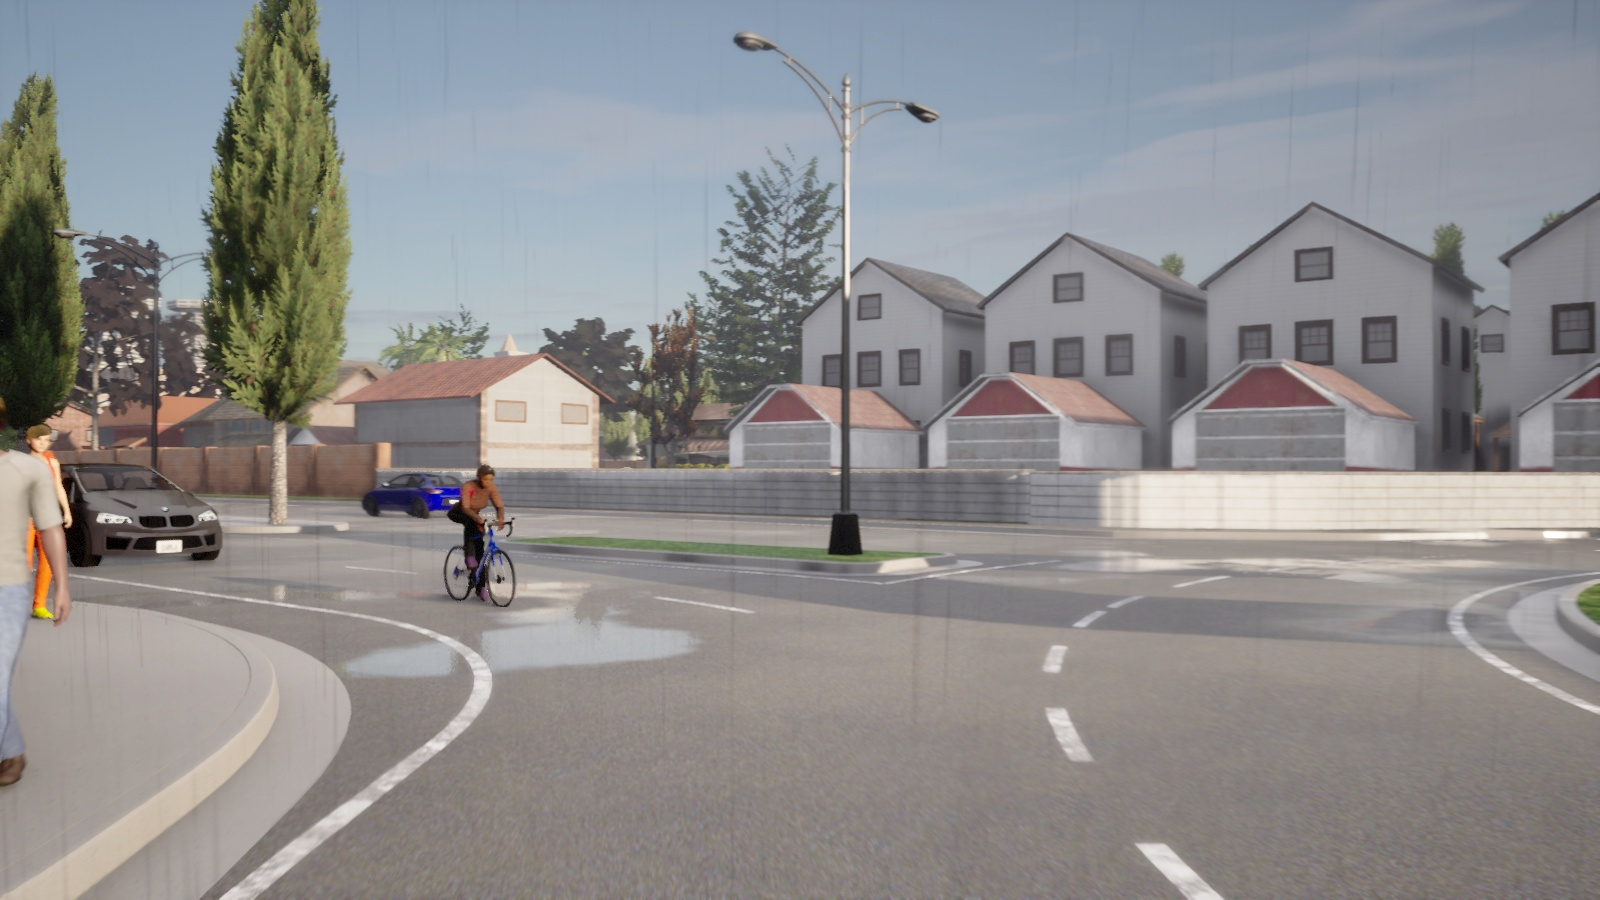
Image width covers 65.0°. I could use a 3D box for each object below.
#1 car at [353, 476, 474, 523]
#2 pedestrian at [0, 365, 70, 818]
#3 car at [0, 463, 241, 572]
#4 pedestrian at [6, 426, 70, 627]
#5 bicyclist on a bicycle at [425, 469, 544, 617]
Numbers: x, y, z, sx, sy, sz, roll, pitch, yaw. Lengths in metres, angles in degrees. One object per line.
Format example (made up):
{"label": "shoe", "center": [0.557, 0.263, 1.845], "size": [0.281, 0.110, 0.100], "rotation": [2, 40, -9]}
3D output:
{"label": "car", "center": [-12.875, 1.596, 41.741], "size": [4.193, 1.474, 1.816], "rotation": [-1, -1, 39]}
{"label": "pedestrian", "center": [-3.434, 0.579, 5.405], "size": [0.354, 1.836, 0.706], "rotation": [0, -1, -18]}
{"label": "car", "center": [-11.888, 1.085, 21.661], "size": [4.611, 1.667, 2.242], "rotation": [-1, -1, 39]}
{"label": "pedestrian", "center": [-7.164, 0.706, 11.802], "size": [0.594, 1.836, 0.345], "rotation": [-1, -1, 42]}
{"label": "bicyclist on a bicycle", "center": [-3.700, 1.033, 14.638], "size": [0.582, 1.620, 1.656], "rotation": [-1, 0, -44]}
